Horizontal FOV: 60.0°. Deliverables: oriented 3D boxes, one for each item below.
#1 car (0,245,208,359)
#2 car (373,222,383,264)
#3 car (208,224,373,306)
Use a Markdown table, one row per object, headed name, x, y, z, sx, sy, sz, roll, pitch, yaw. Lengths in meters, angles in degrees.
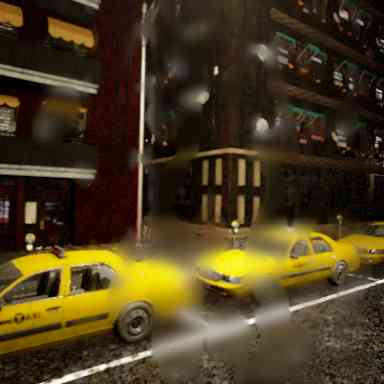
| name | x | y | z | sx | sy | sz | roll | pitch | yaw |
| --- | --- | --- | --- | --- | --- | --- | --- | --- | --- |
| car | -2.254 | 1.532 | 4.932 | 4.829 | 1.417 | 1.752 | 0 | 1 | -35 |
| car | 6.720 | 1.610 | 11.333 | 4.829 | 1.417 | 1.752 | 1 | 1 | -35 |
| car | 2.233 | 1.571 | 8.133 | 4.829 | 1.417 | 1.752 | 1 | 1 | -35 |
